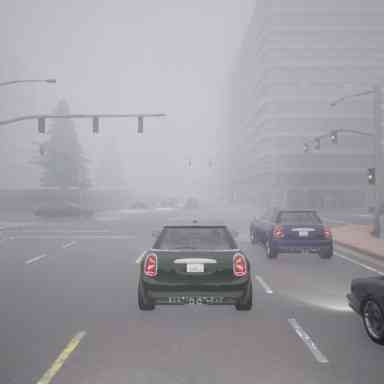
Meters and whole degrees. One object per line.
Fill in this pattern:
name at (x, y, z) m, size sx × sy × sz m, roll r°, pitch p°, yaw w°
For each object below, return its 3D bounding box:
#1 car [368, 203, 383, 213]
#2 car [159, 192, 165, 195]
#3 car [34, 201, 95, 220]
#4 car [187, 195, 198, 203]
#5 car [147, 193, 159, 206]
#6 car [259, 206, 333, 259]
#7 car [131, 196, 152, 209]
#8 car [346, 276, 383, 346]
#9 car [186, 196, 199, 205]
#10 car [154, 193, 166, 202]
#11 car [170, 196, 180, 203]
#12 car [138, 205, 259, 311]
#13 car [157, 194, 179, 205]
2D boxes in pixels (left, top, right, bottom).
car at (19.922, 1.492, 32.423) m, size 5.357 × 1.411 × 2.033 m, roll 0°, pitch 0°, yaw -18°
car at (-7.077, 1.221, 63.878) m, size 2.150 × 2.045 × 5.566 m, roll 0°, pitch 0°, yaw 0°
car at (-10.424, 1.497, 27.325) m, size 4.674 × 1.442 × 1.812 m, roll 0°, pitch 0°, yaw -12°
car at (0.071, 1.492, 68.114) m, size 2.128 × 1.511 × 4.902 m, roll 0°, pitch 0°, yaw 0°
car at (-7.114, 1.352, 54.464) m, size 2.097 × 1.767 × 4.553 m, roll 0°, pitch 0°, yaw 0°
car at (3.581, 1.352, 12.788) m, size 2.097 × 1.767 × 4.553 m, roll 0°, pitch 0°, yaw 0°
car at (-7.121, 1.601, 45.569) m, size 1.895 × 1.301 × 4.718 m, roll 0°, pitch 0°, yaw 0°
car at (3.597, 1.547, 3.313) m, size 2.033 × 1.411 × 5.357 m, roll 0°, pitch 0°, yaw 0°
car at (0.055, 1.491, 48.506) m, size 2.128 × 1.511 × 4.902 m, roll 0°, pitch 0°, yaw 0°
car at (-7.033, 1.225, 74.523) m, size 2.150 × 2.045 × 5.566 m, roll 0°, pitch 0°, yaw 0°
car at (-3.532, 1.595, 71.058) m, size 1.895 × 1.301 × 4.718 m, roll 0°, pitch 0°, yaw 0°
car at (0.067, 1.352, 7.948) m, size 2.097 × 1.767 × 4.553 m, roll 0°, pitch 0°, yaw 0°
car at (-3.620, 1.491, 51.040) m, size 2.128 × 1.511 × 4.902 m, roll 0°, pitch 0°, yaw 0°
